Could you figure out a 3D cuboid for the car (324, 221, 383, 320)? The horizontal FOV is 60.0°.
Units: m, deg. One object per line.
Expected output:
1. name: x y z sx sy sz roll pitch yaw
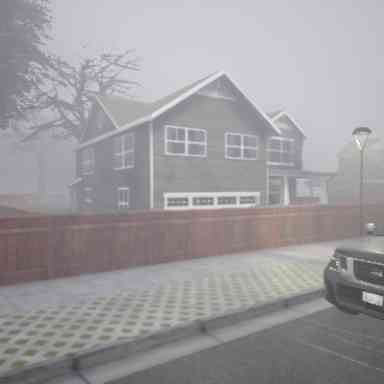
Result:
1. car: 4.960 1.225 6.382 5.566 2.045 2.150 0 0 -33
